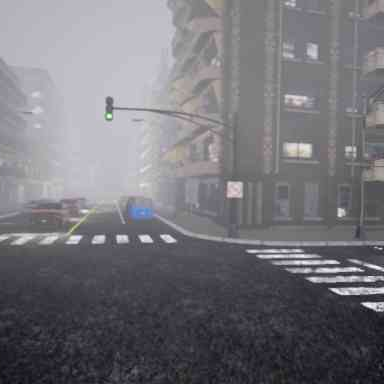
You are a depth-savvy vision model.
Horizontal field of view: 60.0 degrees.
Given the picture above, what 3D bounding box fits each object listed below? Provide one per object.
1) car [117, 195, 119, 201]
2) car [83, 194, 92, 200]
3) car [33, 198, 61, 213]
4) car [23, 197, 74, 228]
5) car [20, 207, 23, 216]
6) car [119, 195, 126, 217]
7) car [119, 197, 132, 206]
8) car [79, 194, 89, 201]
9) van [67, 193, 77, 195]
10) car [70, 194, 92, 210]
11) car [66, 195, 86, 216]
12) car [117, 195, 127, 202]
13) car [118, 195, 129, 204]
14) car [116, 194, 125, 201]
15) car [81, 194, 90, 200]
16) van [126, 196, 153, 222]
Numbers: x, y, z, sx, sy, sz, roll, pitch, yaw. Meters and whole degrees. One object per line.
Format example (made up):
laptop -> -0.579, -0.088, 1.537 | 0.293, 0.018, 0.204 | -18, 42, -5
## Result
car -> -9.267, 1.362, 47.188 | 1.967, 1.590, 4.097 | 0, 0, -14
car -> -27.789, 1.309, 88.237 | 1.947, 1.339, 4.313 | 0, 0, -14
car -> -14.987, 1.332, 34.511 | 1.947, 1.339, 4.313 | 1, 0, -14
car -> -8.895, 1.333, 21.017 | 1.882, 1.535, 5.008 | 1, 0, -14
car -> -13.697, 1.359, 29.142 | 1.802, 1.307, 4.206 | 1, 0, -14
car -> -5.356, 1.264, 31.094 | 2.192, 1.841, 5.009 | 1, 0, -14
car -> -10.558, 1.461, 52.556 | 1.887, 1.381, 4.507 | 0, 0, -14
car -> -25.211, 1.281, 77.496 | 1.887, 1.381, 4.507 | 0, 0, -14
van -> -20.148, 1.082, 55.992 | 1.690, 1.788, 3.998 | 1, 0, -14
car -> -13.545, 1.339, 40.338 | 1.812, 1.442, 4.674 | 1, 0, -13
car -> -11.161, 1.309, 30.348 | 1.882, 1.535, 5.008 | 1, 0, -13
car -> -15.651, 1.471, 74.049 | 1.947, 1.339, 4.313 | 0, 0, -14
car -> -13.091, 1.348, 63.305 | 1.967, 1.590, 4.097 | 0, 0, -14
car -> -18.238, 1.349, 84.784 | 1.967, 1.590, 4.097 | 0, 0, -14
car -> -26.513, 1.289, 82.864 | 2.008, 1.369, 4.403 | 0, 0, -14
van -> -3.985, 1.304, 25.770 | 1.690, 1.788, 3.998 | 1, 0, -14
